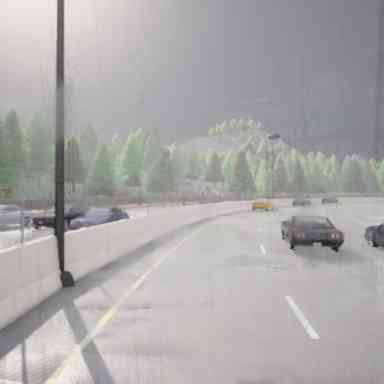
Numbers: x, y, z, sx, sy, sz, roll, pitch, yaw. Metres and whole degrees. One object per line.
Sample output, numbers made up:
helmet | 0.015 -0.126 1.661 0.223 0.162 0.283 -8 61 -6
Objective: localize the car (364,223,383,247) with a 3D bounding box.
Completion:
car | 8.108 1.602 12.114 2.033 1.411 5.357 0 0 9

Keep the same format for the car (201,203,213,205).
car | 2.996 1.669 57.568 1.994 1.385 4.181 0 0 32

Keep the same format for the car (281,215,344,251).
car | 4.964 1.646 14.390 1.895 1.301 4.718 0 0 9

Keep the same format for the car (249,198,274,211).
car | 9.154 1.587 42.693 1.882 1.535 5.008 0 0 27

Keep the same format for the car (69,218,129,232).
car | -5.053 1.534 18.740 1.812 1.442 4.674 0 0 11

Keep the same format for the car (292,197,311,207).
car | 18.430 1.661 55.665 2.128 1.511 4.902 0 0 39

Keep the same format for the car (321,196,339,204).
car | 27.652 1.631 66.463 4.892 1.490 1.837 0 0 -43

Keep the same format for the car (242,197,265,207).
car | 10.478 1.613 56.234 1.882 1.535 5.008 0 0 34
